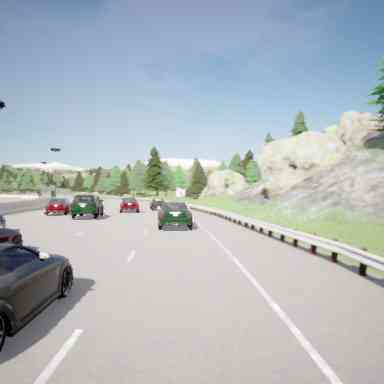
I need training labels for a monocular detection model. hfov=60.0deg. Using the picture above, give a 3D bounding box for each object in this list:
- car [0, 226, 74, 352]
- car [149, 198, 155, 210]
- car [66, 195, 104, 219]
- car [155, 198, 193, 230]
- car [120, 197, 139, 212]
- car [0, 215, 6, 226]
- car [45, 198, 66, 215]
[{"bbox_3d":[-3.593,1.571,5.781,1.994,1.385,4.181,0,0,-2],"label":"car"},{"bbox_3d":[-4.338,1.501,41.994,2.128,1.511,4.902,0,0,-11],"label":"car"},{"bbox_3d":[-9.235,1.241,29.638,2.150,2.045,5.566,0,0,-8],"label":"car"},{"bbox_3d":[-1.180,1.355,21.560,2.097,1.767,4.553,0,0,-6],"label":"car"},{"bbox_3d":[-7.250,1.367,38.640,2.097,1.767,4.553,0,0,-11],"label":"car"},{"bbox_3d":[-7.326,1.579,10.908,1.994,1.385,4.181,0,0,-3],"label":"car"},{"bbox_3d":[-13.583,1.380,34.435,2.097,1.767,4.553,0,0,-10],"label":"car"}]
